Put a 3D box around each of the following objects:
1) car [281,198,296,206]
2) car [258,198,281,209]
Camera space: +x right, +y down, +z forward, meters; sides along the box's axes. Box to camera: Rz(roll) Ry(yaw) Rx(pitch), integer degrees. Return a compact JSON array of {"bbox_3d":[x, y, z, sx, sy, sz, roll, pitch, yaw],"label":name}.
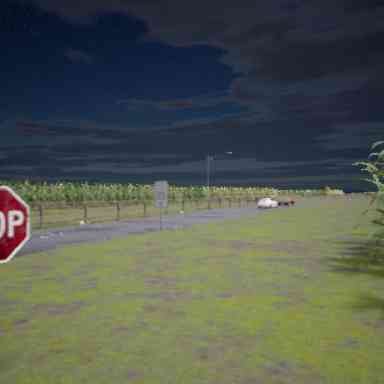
[{"bbox_3d":[16.239,1.703,56.915,1.895,1.301,4.718,0,0,35],"label":"car"},{"bbox_3d":[10.989,1.631,48.206,1.812,1.442,4.674,0,0,31],"label":"car"}]
